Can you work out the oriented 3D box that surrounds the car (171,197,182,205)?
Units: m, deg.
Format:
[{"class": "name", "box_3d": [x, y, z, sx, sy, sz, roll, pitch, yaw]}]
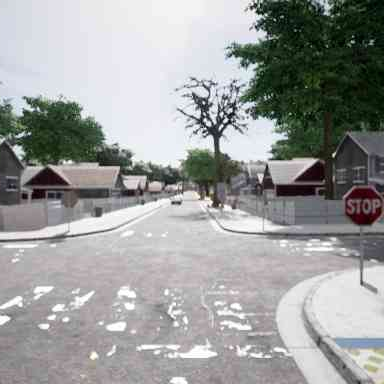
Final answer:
[{"class": "car", "box_3d": [-2.769, 1.575, 60.488, 2.033, 1.411, 5.357, 0, 0, 0]}]
